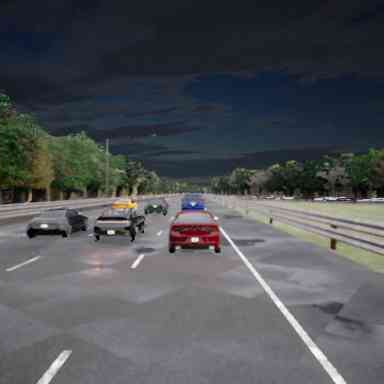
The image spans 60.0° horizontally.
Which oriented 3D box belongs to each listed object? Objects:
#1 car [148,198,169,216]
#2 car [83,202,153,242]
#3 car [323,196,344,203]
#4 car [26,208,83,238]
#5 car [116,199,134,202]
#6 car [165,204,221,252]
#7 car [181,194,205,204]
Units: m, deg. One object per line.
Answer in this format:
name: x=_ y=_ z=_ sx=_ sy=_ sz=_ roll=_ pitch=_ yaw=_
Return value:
car: x=-3.407 y=1.341 z=32.893 sx=2.097 sy=1.767 sz=4.553 roll=0 pitch=0 yaw=0
car: x=-3.404 y=1.481 z=16.434 sx=2.128 sy=1.511 sz=4.902 roll=0 pitch=0 yaw=0
car: x=33.118 y=1.744 z=77.808 sx=1.882 sy=1.535 sz=5.008 roll=0 pitch=0 yaw=-31
car: x=-6.904 y=1.553 z=17.556 sx=1.994 sy=1.385 sz=4.181 roll=0 pitch=0 yaw=0
car: x=-6.904 y=1.467 z=34.713 sx=1.882 sy=1.535 sz=5.008 roll=0 pitch=0 yaw=0
car: x=0.099 y=1.468 z=13.801 sx=1.882 sy=1.535 sz=5.008 roll=0 pitch=0 yaw=0
car: x=0.095 y=1.210 z=32.310 sx=2.150 sy=2.045 sz=5.566 roll=0 pitch=0 yaw=0
